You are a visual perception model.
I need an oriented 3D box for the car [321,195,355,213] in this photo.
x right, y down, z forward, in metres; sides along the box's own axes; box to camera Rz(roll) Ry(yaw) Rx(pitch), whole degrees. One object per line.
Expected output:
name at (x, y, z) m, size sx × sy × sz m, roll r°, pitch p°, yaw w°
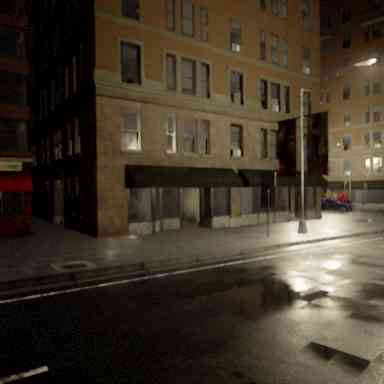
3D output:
car at (14.737, 1.400, 35.197) m, size 1.812 × 1.442 × 4.674 m, roll -1°, pitch 1°, yaw -43°

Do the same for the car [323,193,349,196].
car at (16.999, 1.088, 41.154) m, size 2.192 × 1.841 × 5.009 m, roll 0°, pitch 1°, yaw -44°
